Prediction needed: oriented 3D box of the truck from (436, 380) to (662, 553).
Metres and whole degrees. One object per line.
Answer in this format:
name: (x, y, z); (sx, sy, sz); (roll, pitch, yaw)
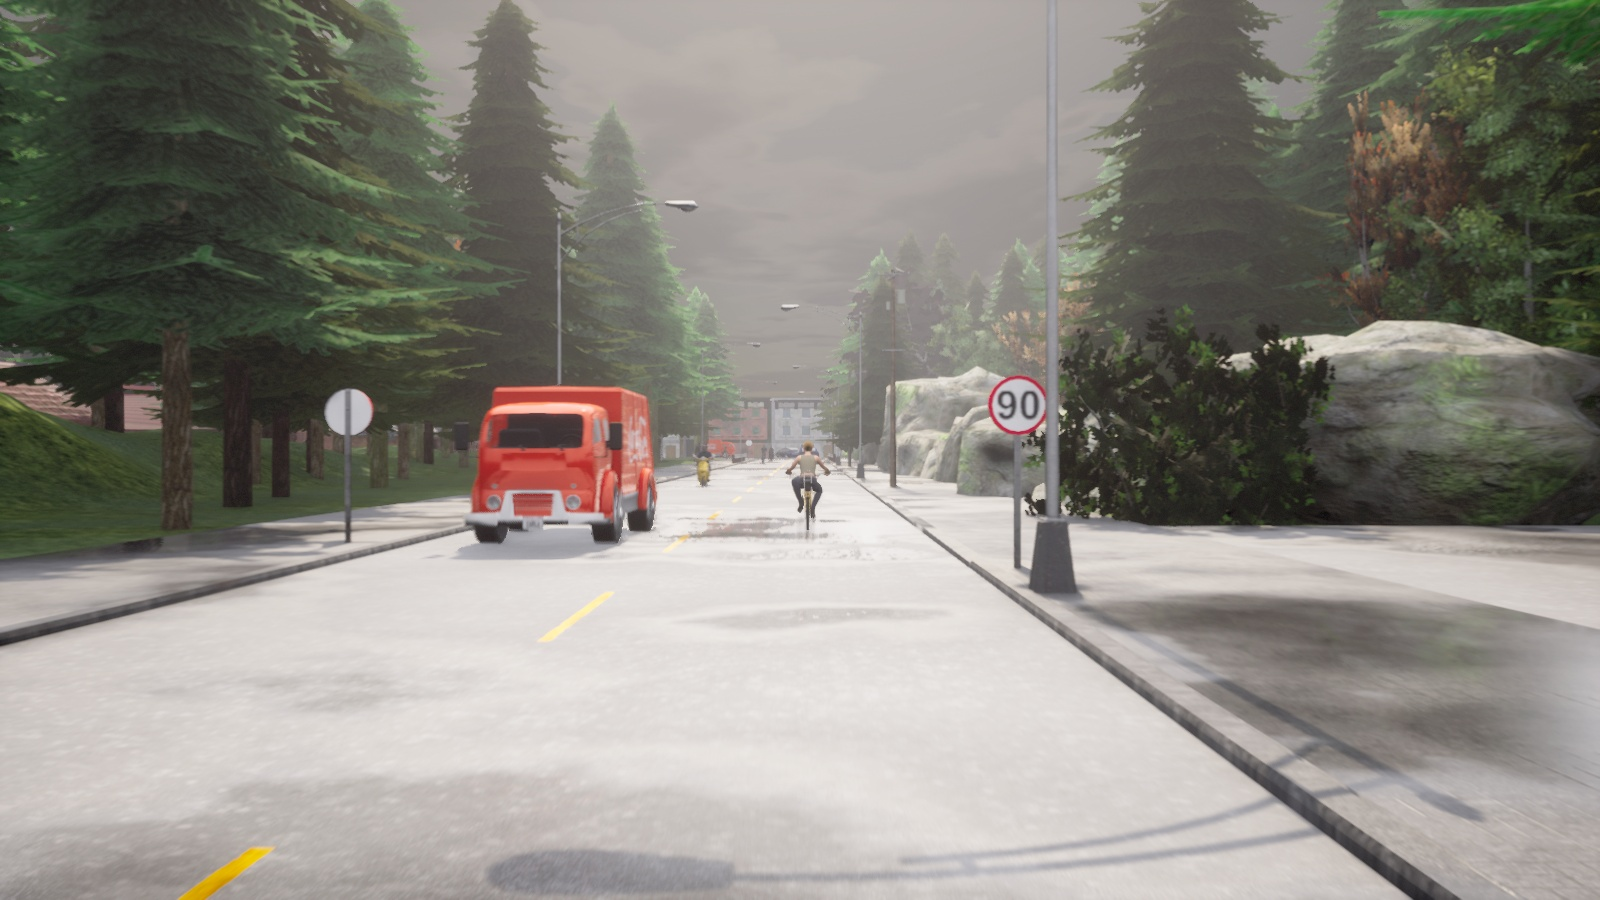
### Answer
truck: (-3.866, 0.203, 20.526); (2.627, 2.467, 5.204); (0, 1, 0)

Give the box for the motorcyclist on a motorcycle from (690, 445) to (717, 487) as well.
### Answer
motorcyclist on a motorcycle: (-3.677, 0.590, 47.773); (0.866, 1.590, 1.817); (0, 0, 0)

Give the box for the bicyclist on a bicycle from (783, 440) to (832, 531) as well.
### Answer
bicyclist on a bicycle: (0.144, 0.632, 22.983); (0.866, 1.612, 1.509); (0, 0, 1)
